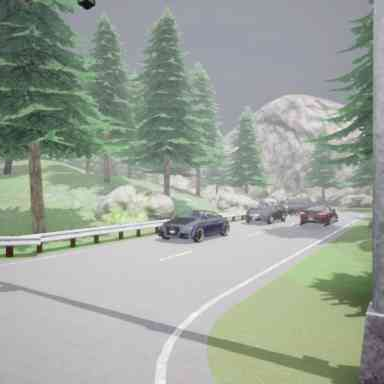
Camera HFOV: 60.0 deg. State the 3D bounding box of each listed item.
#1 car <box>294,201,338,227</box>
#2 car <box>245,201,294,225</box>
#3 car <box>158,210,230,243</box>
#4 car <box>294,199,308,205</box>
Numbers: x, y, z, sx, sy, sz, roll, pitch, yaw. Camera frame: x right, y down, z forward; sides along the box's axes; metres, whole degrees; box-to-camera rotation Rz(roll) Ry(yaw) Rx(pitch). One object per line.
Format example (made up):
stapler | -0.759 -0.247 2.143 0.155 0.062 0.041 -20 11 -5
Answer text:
car | 8.929 1.606 23.348 1.812 1.442 4.674 0 -1 33
car | 5.592 1.514 24.781 2.128 1.511 4.902 0 0 33
car | 0.204 1.579 16.422 1.994 1.385 4.181 0 0 33
car | 10.908 1.534 33.507 1.837 1.490 4.892 0 0 26
